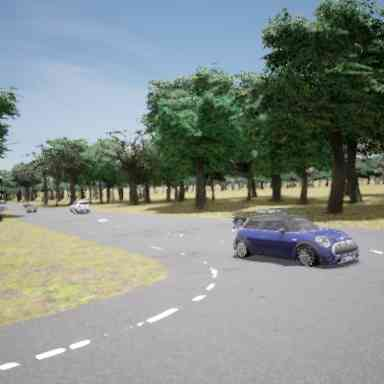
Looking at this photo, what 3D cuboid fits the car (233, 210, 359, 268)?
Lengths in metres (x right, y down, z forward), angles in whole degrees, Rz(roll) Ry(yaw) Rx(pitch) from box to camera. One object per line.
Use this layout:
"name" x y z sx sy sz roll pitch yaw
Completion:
"car" 3.690 1.658 12.468 2.097 1.767 4.553 -1 -2 -35

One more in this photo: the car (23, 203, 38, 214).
"car" -31.822 3.489 66.118 2.128 1.511 4.902 -3 0 -28

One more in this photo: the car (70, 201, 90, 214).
"car" -19.499 2.641 57.757 2.150 2.045 5.566 -3 0 -35

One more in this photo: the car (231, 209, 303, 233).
"car" 4.966 1.891 22.783 1.895 1.301 4.718 -3 0 -35
